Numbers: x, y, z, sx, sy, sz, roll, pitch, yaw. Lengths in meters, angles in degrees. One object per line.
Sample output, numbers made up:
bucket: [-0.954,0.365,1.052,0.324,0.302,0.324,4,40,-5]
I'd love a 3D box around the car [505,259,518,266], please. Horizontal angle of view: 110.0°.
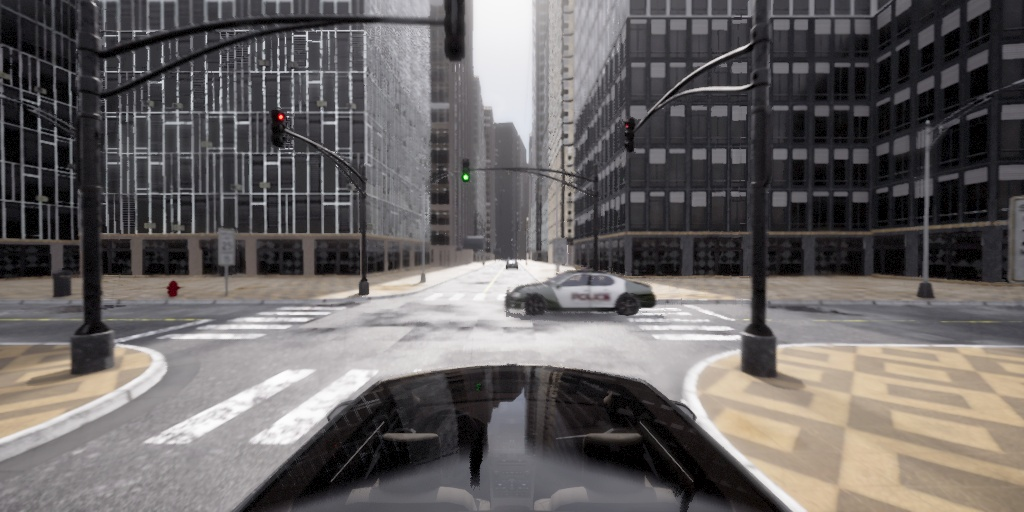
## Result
car: [-0.007,1.340,54.928,1.994,1.385,4.181,0,0,0]

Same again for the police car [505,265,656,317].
police car: [2.263,1.238,12.573,4.974,1.542,2.038,0,1,1]
